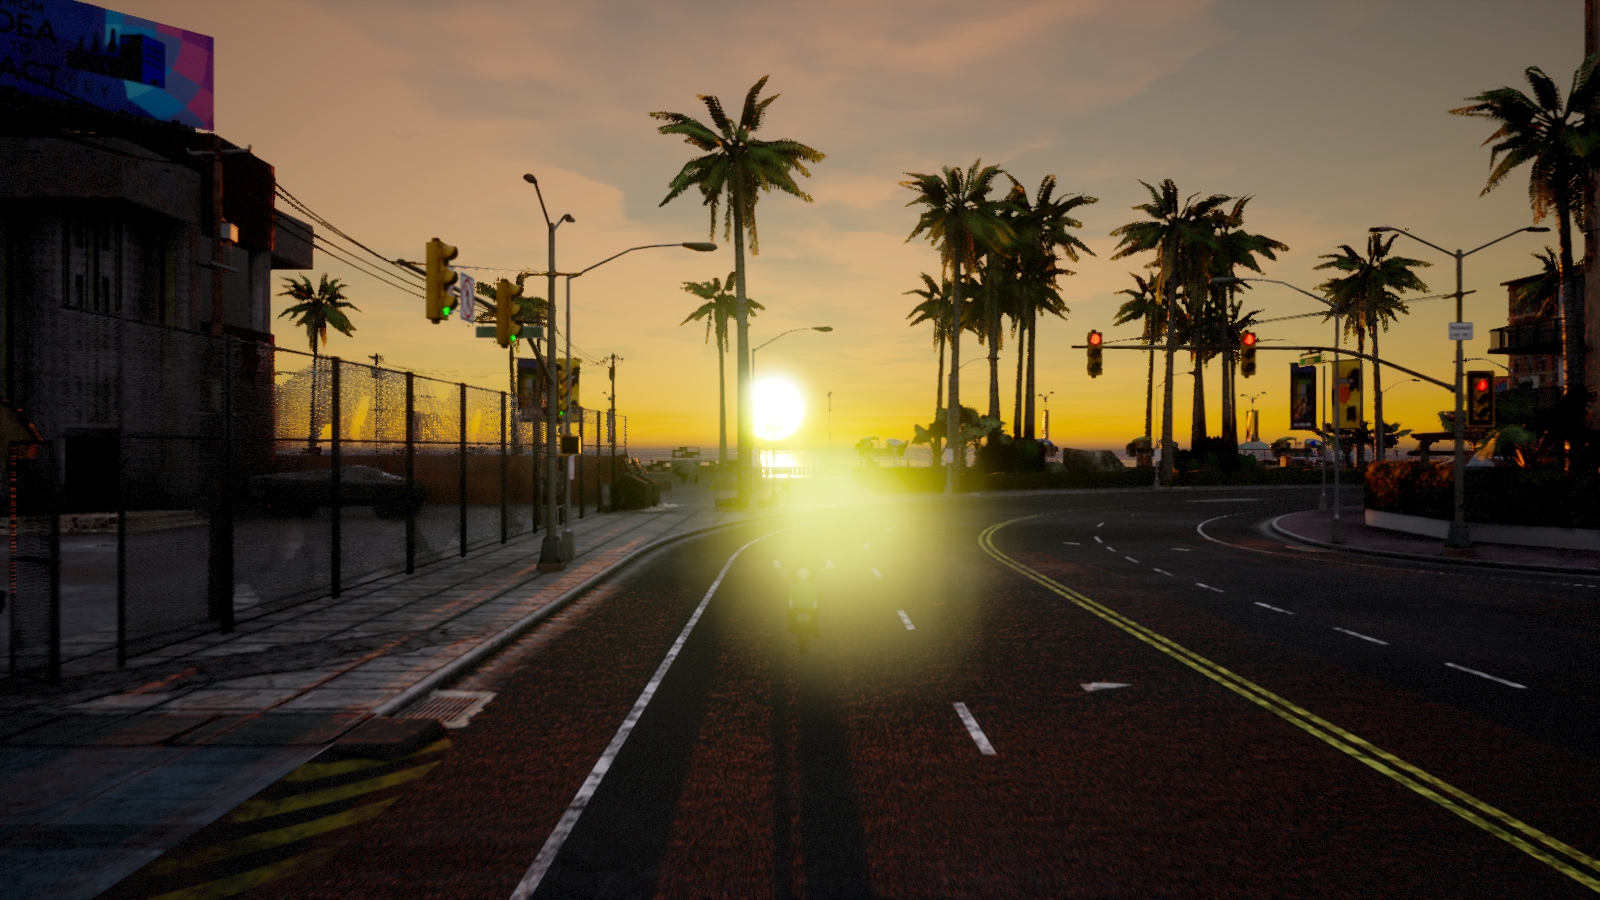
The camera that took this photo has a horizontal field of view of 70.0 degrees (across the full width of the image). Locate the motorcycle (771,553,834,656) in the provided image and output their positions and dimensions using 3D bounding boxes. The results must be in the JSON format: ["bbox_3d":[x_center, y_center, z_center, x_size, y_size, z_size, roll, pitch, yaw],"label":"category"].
[{"bbox_3d":[0.044,2.182,16.424,0.856,1.236,1.805,0,0,0],"label":"motorcycle"}]
